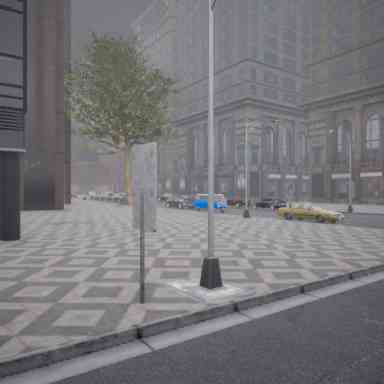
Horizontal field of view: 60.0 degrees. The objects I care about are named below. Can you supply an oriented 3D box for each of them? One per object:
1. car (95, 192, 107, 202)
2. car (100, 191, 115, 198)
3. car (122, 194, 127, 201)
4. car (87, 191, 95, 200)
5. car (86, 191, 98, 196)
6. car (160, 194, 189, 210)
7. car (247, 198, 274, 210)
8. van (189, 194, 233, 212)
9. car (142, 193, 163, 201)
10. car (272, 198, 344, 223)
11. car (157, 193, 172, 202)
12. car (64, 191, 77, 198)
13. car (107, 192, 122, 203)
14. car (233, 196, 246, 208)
[{"bbox_3d":[-14.291,0.911,56.164,2.008,1.369,4.403,1,0,-35],"label":"car"},{"bbox_3d":[-20.196,0.588,79.463,1.887,1.381,4.507,1,0,-35],"label":"car"},{"bbox_3d":[-7.751,1.051,46.821,1.752,1.417,4.829,1,0,-35],"label":"car"},{"bbox_3d":[-17.512,0.830,60.766,2.008,1.369,4.403,1,0,-35],"label":"car"},{"bbox_3d":[-26.639,0.472,88.666,1.802,1.307,4.206,1,0,-35],"label":"car"},{"bbox_3d":[-1.404,1.230,37.753,2.008,1.369,4.403,1,0,-35],"label":"car"},{"bbox_3d":[8.796,1.315,38.048,1.947,1.339,4.313,1,0,-35],"label":"car"},{"bbox_3d":[1.819,1.091,33.150,1.690,1.788,3.998,1,0,-35],"label":"van"},{"bbox_3d":[-7.311,0.910,61.058,2.008,1.369,4.403,1,0,-35],"label":"car"},{"bbox_3d":[8.359,1.398,23.803,1.752,1.417,4.829,1,0,-35],"label":"car"},{"bbox_3d":[-4.087,0.881,56.457,1.967,1.590,4.097,1,0,-35],"label":"car"},{"bbox_3d":[-27.175,0.484,74.570,1.967,1.590,4.097,1,0,-35],"label":"car"},{"bbox_3d":[-11.069,0.992,51.562,2.008,1.369,4.403,1,0,-35],"label":"car"},{"bbox_3d":[5.576,1.224,42.649,1.887,1.381,4.507,1,0,-35],"label":"car"}]
